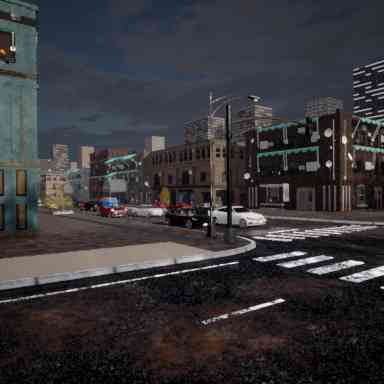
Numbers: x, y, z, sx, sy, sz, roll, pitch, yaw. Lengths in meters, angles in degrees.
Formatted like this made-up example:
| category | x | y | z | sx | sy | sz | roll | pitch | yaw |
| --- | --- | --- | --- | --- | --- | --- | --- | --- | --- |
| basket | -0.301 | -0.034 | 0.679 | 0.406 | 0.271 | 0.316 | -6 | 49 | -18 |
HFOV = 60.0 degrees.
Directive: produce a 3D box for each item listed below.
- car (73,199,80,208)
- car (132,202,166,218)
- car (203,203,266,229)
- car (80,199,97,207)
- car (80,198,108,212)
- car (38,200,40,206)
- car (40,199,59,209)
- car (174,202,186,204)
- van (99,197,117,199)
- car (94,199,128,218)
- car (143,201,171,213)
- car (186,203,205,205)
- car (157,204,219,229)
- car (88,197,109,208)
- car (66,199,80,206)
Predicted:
| category | x | y | z | sx | sy | sz | roll | pitch | yaw |
| --- | --- | --- | --- | --- | --- | --- | --- | --- | --- |
| car | -20.586 | 2.229 | 62.268 | 1.994 | 1.385 | 4.181 | -1 | 0 | -36 |
| car | -4.314 | 1.943 | 34.022 | 1.895 | 1.301 | 4.718 | -1 | 0 | -35 |
| car | 3.107 | 1.722 | 23.696 | 1.812 | 1.442 | 4.674 | -1 | 0 | -37 |
| car | -20.864 | 2.227 | 67.095 | 1.887 | 1.381 | 4.507 | -1 | 0 | -36 |
| car | -14.025 | 2.006 | 47.667 | 1.882 | 1.535 | 5.008 | -1 | -1 | -35 |
| car | -30.900 | 2.375 | 66.721 | 2.008 | 1.369 | 4.403 | -1 | 0 | -36 |
| car | -24.361 | 2.232 | 57.578 | 1.752 | 1.417 | 4.829 | -1 | 0 | -36 |
| car | -1.543 | 1.903 | 40.084 | 1.802 | 1.307 | 4.206 | -2 | 0 | -36 |
| van | -14.429 | 1.906 | 58.091 | 1.690 | 1.788 | 3.998 | -1 | 0 | -36 |
| car | -8.361 | 1.846 | 35.206 | 1.967 | 1.590 | 4.097 | -1 | 0 | -36 |
| car | -4.762 | 1.966 | 44.585 | 1.802 | 1.307 | 4.206 | -2 | 0 | -36 |
| car | 1.677 | 1.809 | 35.581 | 2.008 | 1.369 | 4.403 | -2 | 0 | -36 |
| car | -0.384 | 1.814 | 23.849 | 1.947 | 1.339 | 4.313 | -2 | 0 | -36 |
| car | -17.650 | 1.939 | 62.593 | 2.192 | 1.841 | 5.009 | -1 | 0 | -36 |
| car | -27.305 | 2.363 | 76.100 | 1.947 | 1.339 | 4.313 | -1 | 0 | -36 |
